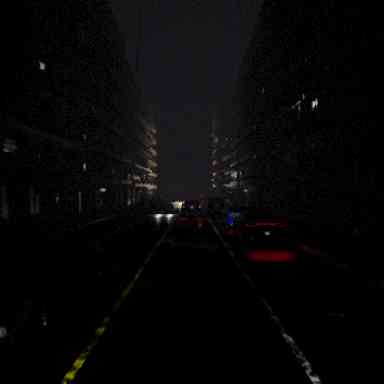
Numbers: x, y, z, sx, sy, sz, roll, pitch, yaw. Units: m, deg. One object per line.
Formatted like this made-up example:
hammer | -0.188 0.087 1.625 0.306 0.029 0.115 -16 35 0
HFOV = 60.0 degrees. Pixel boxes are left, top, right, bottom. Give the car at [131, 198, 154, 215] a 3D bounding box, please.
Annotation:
car | -5.735 1.751 37.452 1.887 1.381 4.507 -1 0 0

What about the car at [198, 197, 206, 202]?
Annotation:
car | 2.603 2.032 88.498 1.802 1.307 4.206 -1 0 0

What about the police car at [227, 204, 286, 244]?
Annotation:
police car | 3.120 1.517 16.400 1.930 1.638 5.238 0 0 0

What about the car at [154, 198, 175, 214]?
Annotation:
car | -3.129 1.760 38.688 2.033 1.411 5.357 0 0 0

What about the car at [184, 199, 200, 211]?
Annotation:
car | -0.009 1.744 46.206 2.128 1.511 4.902 0 0 0

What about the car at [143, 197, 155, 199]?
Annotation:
car | -5.743 1.551 43.117 2.192 1.841 5.009 -1 0 0

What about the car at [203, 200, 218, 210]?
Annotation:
car | 2.603 1.830 48.847 1.947 1.339 4.313 -1 0 0

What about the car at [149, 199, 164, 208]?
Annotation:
car | -5.749 1.837 54.445 1.887 1.381 4.507 -1 0 0

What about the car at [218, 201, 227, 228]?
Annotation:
car | 3.120 1.607 23.291 1.882 1.535 5.008 0 0 0

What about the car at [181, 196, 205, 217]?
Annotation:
car | 0.006 1.541 34.207 2.097 1.767 4.553 0 0 0

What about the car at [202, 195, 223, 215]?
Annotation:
car | 2.608 1.521 37.519 2.192 1.841 5.009 -1 0 0

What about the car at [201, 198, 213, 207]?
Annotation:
car | 2.599 1.885 60.176 1.947 1.339 4.313 -1 0 0

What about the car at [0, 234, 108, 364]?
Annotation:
car | -3.095 1.585 6.447 2.033 1.411 5.357 0 0 0

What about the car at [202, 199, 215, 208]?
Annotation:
car | 2.598 1.837 54.512 1.887 1.381 4.507 -1 0 0
